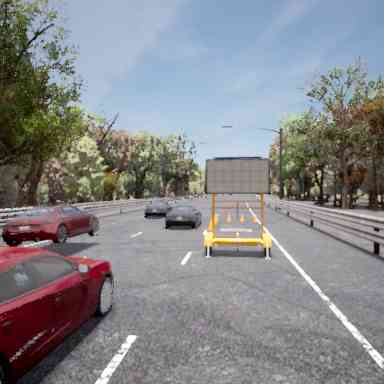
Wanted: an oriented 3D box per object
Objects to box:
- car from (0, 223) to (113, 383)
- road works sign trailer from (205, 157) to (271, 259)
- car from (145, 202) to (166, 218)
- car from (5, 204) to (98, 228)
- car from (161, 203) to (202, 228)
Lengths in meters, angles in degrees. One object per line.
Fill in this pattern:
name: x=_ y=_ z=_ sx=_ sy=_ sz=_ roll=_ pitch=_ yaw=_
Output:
car: x=-2.657 y=1.482 z=4.517 sx=1.882 sy=1.535 sz=5.008 roll=0 pitch=0 yaw=7
road works sign trailer: x=1.737 y=0.474 z=12.676 sx=2.380 sy=3.560 sz=2.880 roll=0 pitch=0 yaw=8
car: x=-2.931 y=1.585 z=30.477 sx=1.994 sy=1.385 sz=4.181 roll=0 pitch=0 yaw=7
car: x=-5.231 y=1.167 z=12.882 sx=1.994 sy=1.385 sz=4.181 roll=-3 pitch=-1 yaw=7
car: x=-0.495 y=1.580 z=22.138 sx=1.994 sy=1.385 sz=4.181 roll=0 pitch=0 yaw=7
